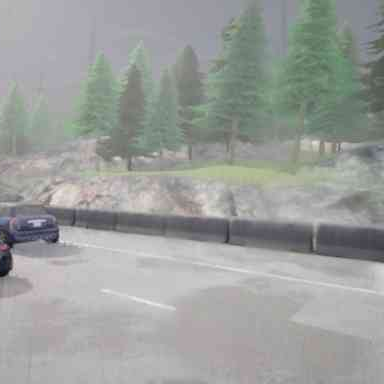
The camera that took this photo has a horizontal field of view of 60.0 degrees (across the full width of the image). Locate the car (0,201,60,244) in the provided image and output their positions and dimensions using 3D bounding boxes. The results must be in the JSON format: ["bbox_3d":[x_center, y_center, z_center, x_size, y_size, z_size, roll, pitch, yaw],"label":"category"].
[{"bbox_3d":[-7.499,1.209,13.635,4.553,1.767,2.097,1,0,35],"label":"car"}]

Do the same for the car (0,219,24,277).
[{"bbox_3d":[-6.490,1.459,8.617,4.181,1.385,1.994,1,0,35],"label":"car"}]
